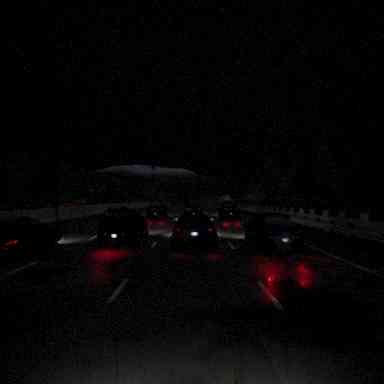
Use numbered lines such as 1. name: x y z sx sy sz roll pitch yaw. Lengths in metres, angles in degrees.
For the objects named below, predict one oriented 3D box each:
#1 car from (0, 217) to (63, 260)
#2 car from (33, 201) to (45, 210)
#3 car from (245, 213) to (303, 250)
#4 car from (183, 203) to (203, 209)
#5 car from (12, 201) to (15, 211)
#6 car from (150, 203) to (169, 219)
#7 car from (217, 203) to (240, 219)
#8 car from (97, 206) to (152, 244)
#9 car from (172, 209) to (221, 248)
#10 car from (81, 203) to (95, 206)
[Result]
1. car: -6.895 1.679 12.931 2.033 1.411 5.357 0 -1 0
2. car: -24.519 2.005 55.548 2.150 2.045 5.566 0 -1 1
3. car: 3.604 1.680 15.134 1.812 1.442 4.674 0 -1 0
4. car: 0.112 1.837 33.208 2.128 1.511 4.902 0 -1 0
5. car: -28.035 2.197 52.468 2.128 1.511 4.902 0 -1 1
6. car: -3.388 1.837 33.213 2.128 1.511 4.902 0 -1 0
7. car: 3.612 1.837 33.206 2.128 1.511 4.902 0 -1 0
8. car: -3.395 1.676 16.907 1.837 1.490 4.892 0 -1 0
9. car: 0.105 1.724 15.764 1.994 1.385 4.181 0 -1 0
10. car: -17.523 2.348 56.185 2.033 1.411 5.357 0 -1 1
